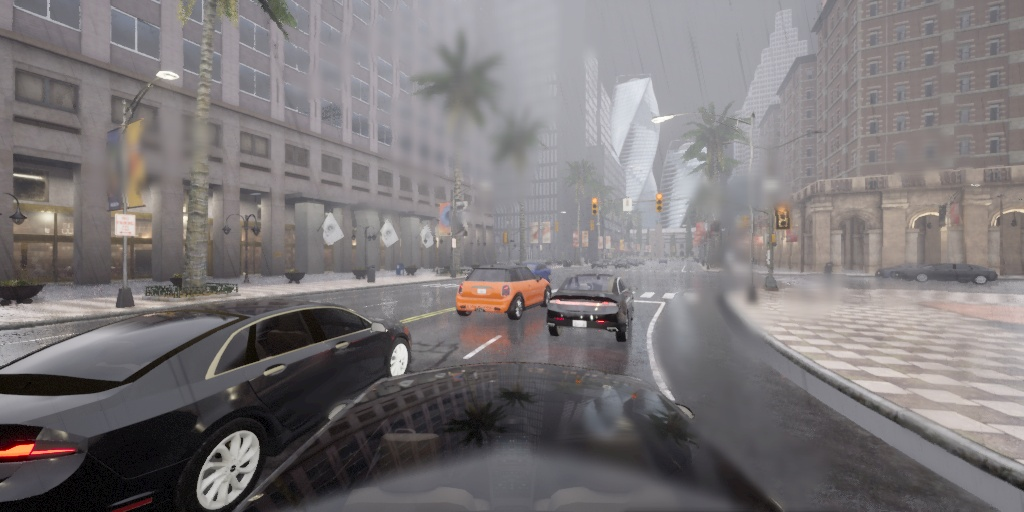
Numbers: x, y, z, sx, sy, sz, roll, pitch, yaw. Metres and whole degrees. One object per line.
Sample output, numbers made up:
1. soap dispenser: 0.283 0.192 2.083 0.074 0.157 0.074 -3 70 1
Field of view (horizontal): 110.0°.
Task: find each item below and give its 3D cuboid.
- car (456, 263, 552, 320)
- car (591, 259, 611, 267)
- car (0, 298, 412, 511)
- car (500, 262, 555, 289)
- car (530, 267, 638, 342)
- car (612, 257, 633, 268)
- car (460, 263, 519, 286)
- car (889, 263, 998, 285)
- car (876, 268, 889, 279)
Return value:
1. car: -0.097 1.102 12.982 2.097 1.767 4.553 0 0 23
2. car: 14.397 1.255 58.846 1.837 1.490 4.892 0 0 27
3. car: -2.855 1.255 4.273 1.837 1.490 4.892 0 0 8
4. car: 1.197 1.227 24.535 1.882 1.535 5.008 0 0 26
5. car: 2.339 1.242 9.962 2.128 1.511 4.902 0 0 21
6. car: 17.972 1.255 58.170 1.837 1.490 4.892 0 0 27
7. car: -1.517 1.297 26.936 2.033 1.411 5.357 0 0 26
8. car: 31.568 1.255 26.252 4.892 1.490 1.837 0 0 25
9. car: 32.932 1.314 29.479 4.181 1.385 1.994 0 0 26
